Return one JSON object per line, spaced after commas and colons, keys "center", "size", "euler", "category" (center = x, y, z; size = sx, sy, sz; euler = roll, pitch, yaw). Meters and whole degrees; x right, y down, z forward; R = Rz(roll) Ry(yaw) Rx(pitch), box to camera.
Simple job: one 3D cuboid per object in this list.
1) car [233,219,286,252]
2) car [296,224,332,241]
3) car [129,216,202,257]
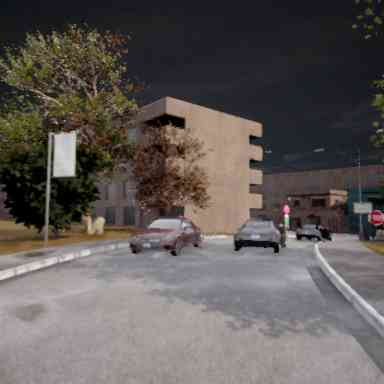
{"center": [3.246, 1.936, 15.481], "size": [1.994, 1.385, 4.181], "euler": [-1, -5, 19], "category": "car"}
{"center": [10.404, 3.408, 28.251], "size": [1.994, 1.385, 4.181], "euler": [-3, -8, 38], "category": "car"}
{"center": [-0.900, 1.774, 14.092], "size": [1.812, 1.442, 4.674], "euler": [-1, -3, 18], "category": "car"}
